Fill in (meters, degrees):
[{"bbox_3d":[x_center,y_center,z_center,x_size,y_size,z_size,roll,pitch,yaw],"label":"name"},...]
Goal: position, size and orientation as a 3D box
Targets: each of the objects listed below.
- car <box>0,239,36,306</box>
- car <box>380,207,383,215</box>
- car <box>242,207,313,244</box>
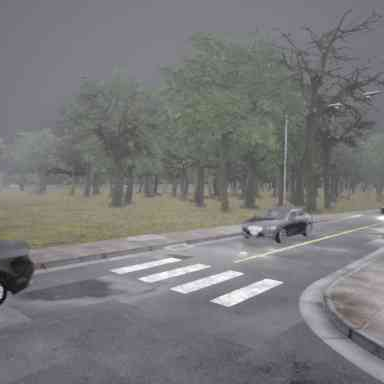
[{"bbox_3d":[-5.223,1.416,5.464,1.837,1.490,4.892,1,0,41],"label":"car"},{"bbox_3d":[22.404,1.923,36.875,1.895,1.301,4.718,2,1,42],"label":"car"},{"bbox_3d":[4.327,1.518,16.327,2.128,1.511,4.902,2,1,41],"label":"car"}]
